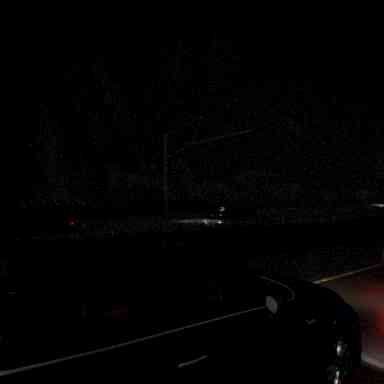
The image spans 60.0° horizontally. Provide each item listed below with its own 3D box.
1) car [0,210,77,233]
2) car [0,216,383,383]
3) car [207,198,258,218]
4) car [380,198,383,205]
[{"bbox_3d":[-8.211,1.546,15.332,5.357,1.411,2.033,0,0,-36],"label":"car"},{"bbox_3d":[-0.128,1.351,3.654,4.553,1.767,2.097,0,0,-36],"label":"car"},{"bbox_3d":[3.442,1.318,28.102,4.553,1.767,2.097,-1,0,-36],"label":"car"},{"bbox_3d":[32.318,1.288,53.459,5.357,1.411,2.033,0,0,-36],"label":"car"}]
